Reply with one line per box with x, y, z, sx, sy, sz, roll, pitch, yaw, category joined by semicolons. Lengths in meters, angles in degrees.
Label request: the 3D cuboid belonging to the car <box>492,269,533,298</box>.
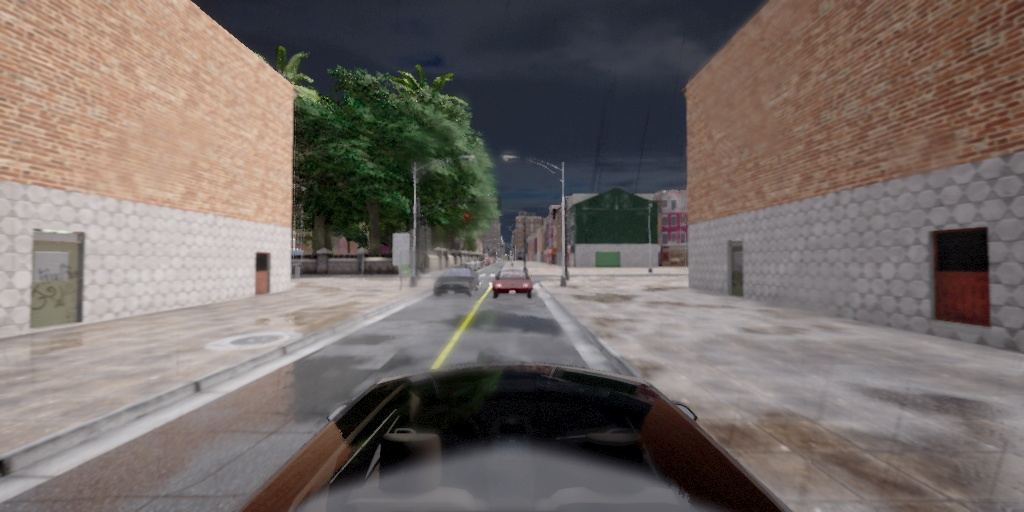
0.038;1.335;18.274;1.895;1.301;4.718;0;0;1;car

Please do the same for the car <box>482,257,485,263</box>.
-5.533;1.277;53.887;2.007;1.370;4.403;0;0;0;car

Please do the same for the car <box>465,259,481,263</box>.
-5.506;1.274;46.751;2.007;1.370;4.403;0;0;0;car

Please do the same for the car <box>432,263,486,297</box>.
-2.753;1.281;18.942;2.033;1.411;5.357;0;0;0;car

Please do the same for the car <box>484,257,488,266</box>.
-5.574;1.296;59.336;1.948;1.339;4.313;0;0;0;car
